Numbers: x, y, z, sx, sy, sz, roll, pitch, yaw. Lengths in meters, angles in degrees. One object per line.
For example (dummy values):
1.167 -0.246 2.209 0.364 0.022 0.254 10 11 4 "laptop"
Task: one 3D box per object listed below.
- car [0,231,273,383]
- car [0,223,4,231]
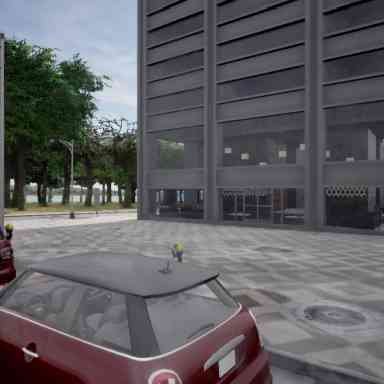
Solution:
-1.287 1.440 3.879 4.097 1.590 1.967 0 0 35 "car"
-5.715 1.315 7.036 5.009 1.841 2.192 0 0 35 "car"
